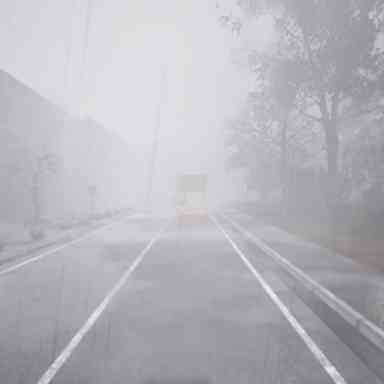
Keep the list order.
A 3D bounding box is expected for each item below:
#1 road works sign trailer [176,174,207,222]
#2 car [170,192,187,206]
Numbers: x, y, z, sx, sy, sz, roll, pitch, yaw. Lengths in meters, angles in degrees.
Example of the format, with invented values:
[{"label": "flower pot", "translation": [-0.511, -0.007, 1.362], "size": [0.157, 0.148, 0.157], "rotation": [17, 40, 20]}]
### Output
[{"label": "road works sign trailer", "translation": [-0.011, 0.411, 25.872], "size": [2.380, 3.560, 2.880], "rotation": [0, 0, 0]}, {"label": "car", "translation": [-2.045, 1.103, 53.506], "size": [2.150, 2.045, 5.566], "rotation": [0, 0, 6]}]
